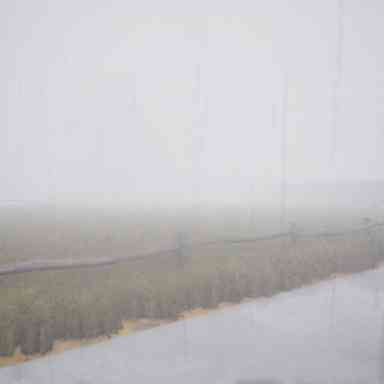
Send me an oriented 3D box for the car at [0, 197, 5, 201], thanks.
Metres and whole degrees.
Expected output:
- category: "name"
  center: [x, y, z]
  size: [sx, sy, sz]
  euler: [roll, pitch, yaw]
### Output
- category: "car"
  center: [-41.817, 1.243, 69.681]
  size: [4.611, 1.667, 2.242]
  euler: [0, 0, -36]
